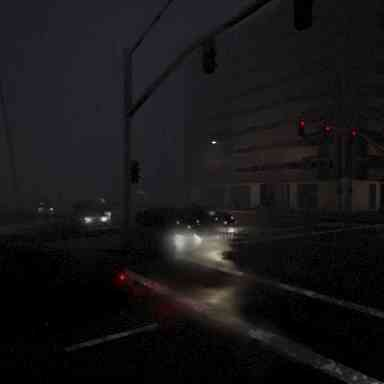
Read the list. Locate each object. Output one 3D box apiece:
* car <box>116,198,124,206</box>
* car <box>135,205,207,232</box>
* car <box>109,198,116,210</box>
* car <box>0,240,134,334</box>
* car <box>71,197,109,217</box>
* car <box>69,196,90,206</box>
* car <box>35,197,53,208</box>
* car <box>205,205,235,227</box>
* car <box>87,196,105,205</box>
[{"bbox_3d":[-12.714,1.656,54.812,1.895,1.301,4.718,0,0,-36],"label":"car"},{"bbox_3d":[-1.677,1.603,20.823,2.033,1.411,5.357,0,0,-35],"label":"car"},{"bbox_3d":[-11.744,1.603,41.032,2.033,1.411,5.357,0,0,-35],"label":"car"},{"bbox_3d":[-3.697,1.547,5.332,5.357,1.411,2.033,0,0,-31],"label":"car"},{"bbox_3d":[-10.280,1.533,32.926,1.882,1.535,5.008,0,1,-35],"label":"car"},{"bbox_3d":[-19.939,1.547,58.931,2.128,1.511,4.902,0,0,-35],"label":"car"},{"bbox_3d":[-22.413,1.565,50.146,1.837,1.490,4.892,0,0,-35],"label":"car"},{"bbox_3d":[0.633,1.603,23.614,2.033,1.411,5.357,0,0,-35],"label":"car"},{"bbox_3d":[-17.988,1.581,62.237,1.812,1.442,4.674,0,0,-34],"label":"car"}]
